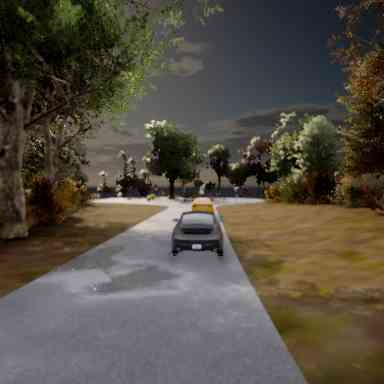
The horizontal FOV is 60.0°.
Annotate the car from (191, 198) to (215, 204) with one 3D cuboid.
[{"bbox_3d":[0.929,1.261,29.011,1.882,1.535,5.008,0,1,3],"label":"car"}]

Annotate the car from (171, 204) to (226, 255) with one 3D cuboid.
[{"bbox_3d":[0.262,1.491,13.303,1.837,1.490,4.892,0,1,3],"label":"car"}]
